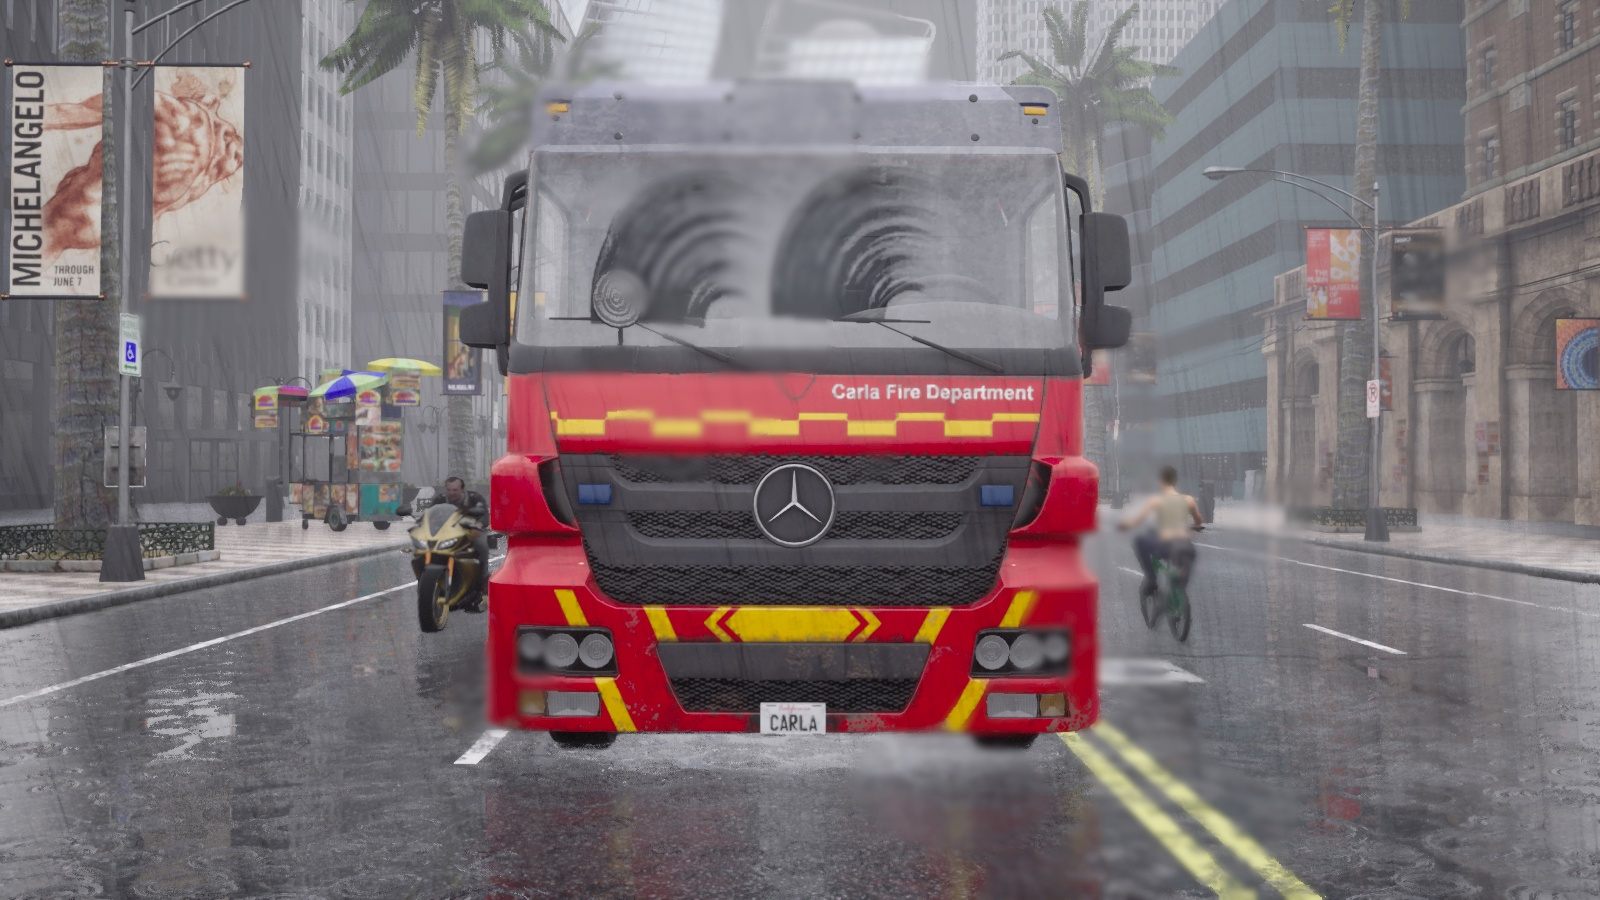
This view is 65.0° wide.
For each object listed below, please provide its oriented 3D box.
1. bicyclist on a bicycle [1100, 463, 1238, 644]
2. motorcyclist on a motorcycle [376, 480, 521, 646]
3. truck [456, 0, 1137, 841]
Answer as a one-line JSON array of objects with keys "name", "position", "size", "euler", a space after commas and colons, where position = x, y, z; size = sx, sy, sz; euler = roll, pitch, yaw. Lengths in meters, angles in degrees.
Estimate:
[{"name": "bicyclist on a bicycle", "position": [3.476, 0.938, 11.976], "size": [0.866, 1.612, 1.509], "euler": [0, -1, 0]}, {"name": "motorcyclist on a motorcycle", "position": [-3.520, 1.078, 12.815], "size": [0.866, 1.530, 2.191], "euler": [0, -1, 0]}, {"name": "truck", "position": [-0.025, -0.189, 9.594], "size": [2.891, 3.827, 8.468], "euler": [0, -1, 0]}]
